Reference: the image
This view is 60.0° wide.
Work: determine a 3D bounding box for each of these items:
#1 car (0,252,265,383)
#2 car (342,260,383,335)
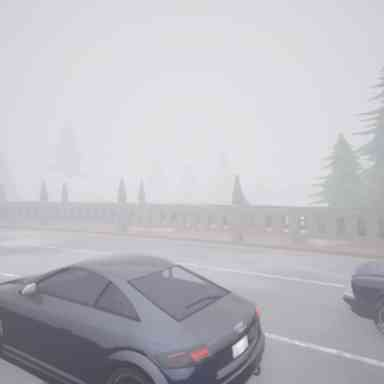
[{"bbox_3d":[-1.173,1.553,4.523,4.181,1.385,1.994,0,0,34],"label":"car"},{"bbox_3d":[4.792,1.570,4.730,4.718,1.301,1.895,0,0,36],"label":"car"}]
